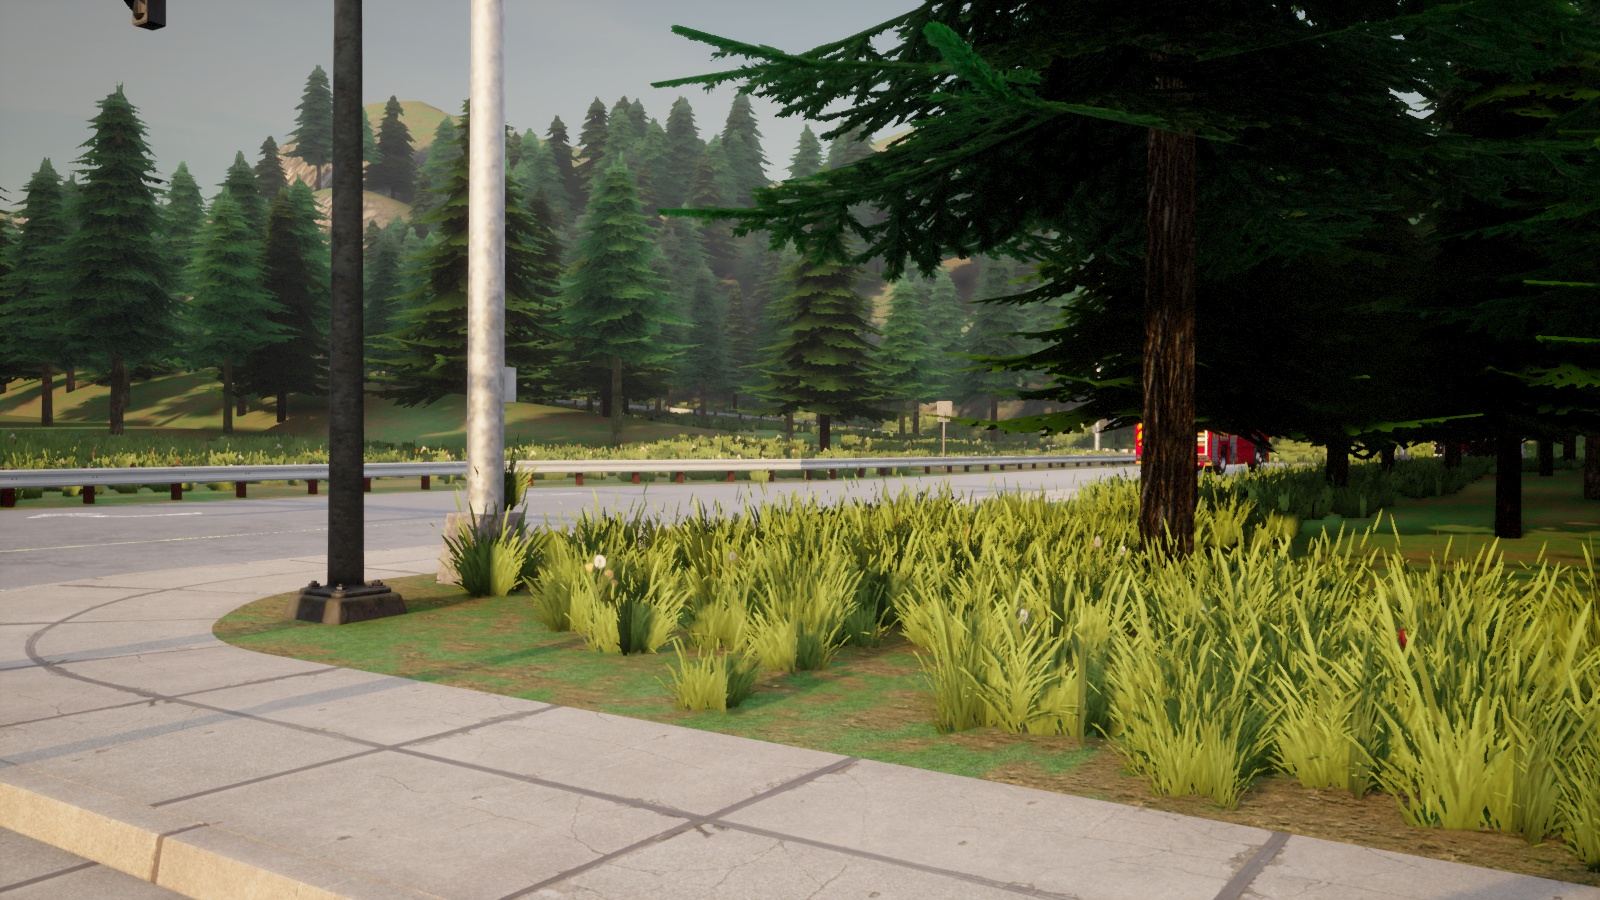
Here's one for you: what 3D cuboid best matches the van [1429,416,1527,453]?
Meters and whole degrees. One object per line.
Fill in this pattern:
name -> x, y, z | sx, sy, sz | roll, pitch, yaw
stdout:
van -> 38.487, -0.895, 71.348 | 4.480, 2.038, 2.069 | -1, 1, -5

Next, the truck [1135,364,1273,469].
truck -> 16.175, -1.287, 49.850 | 2.891, 3.827, 8.468 | 0, 1, 35
